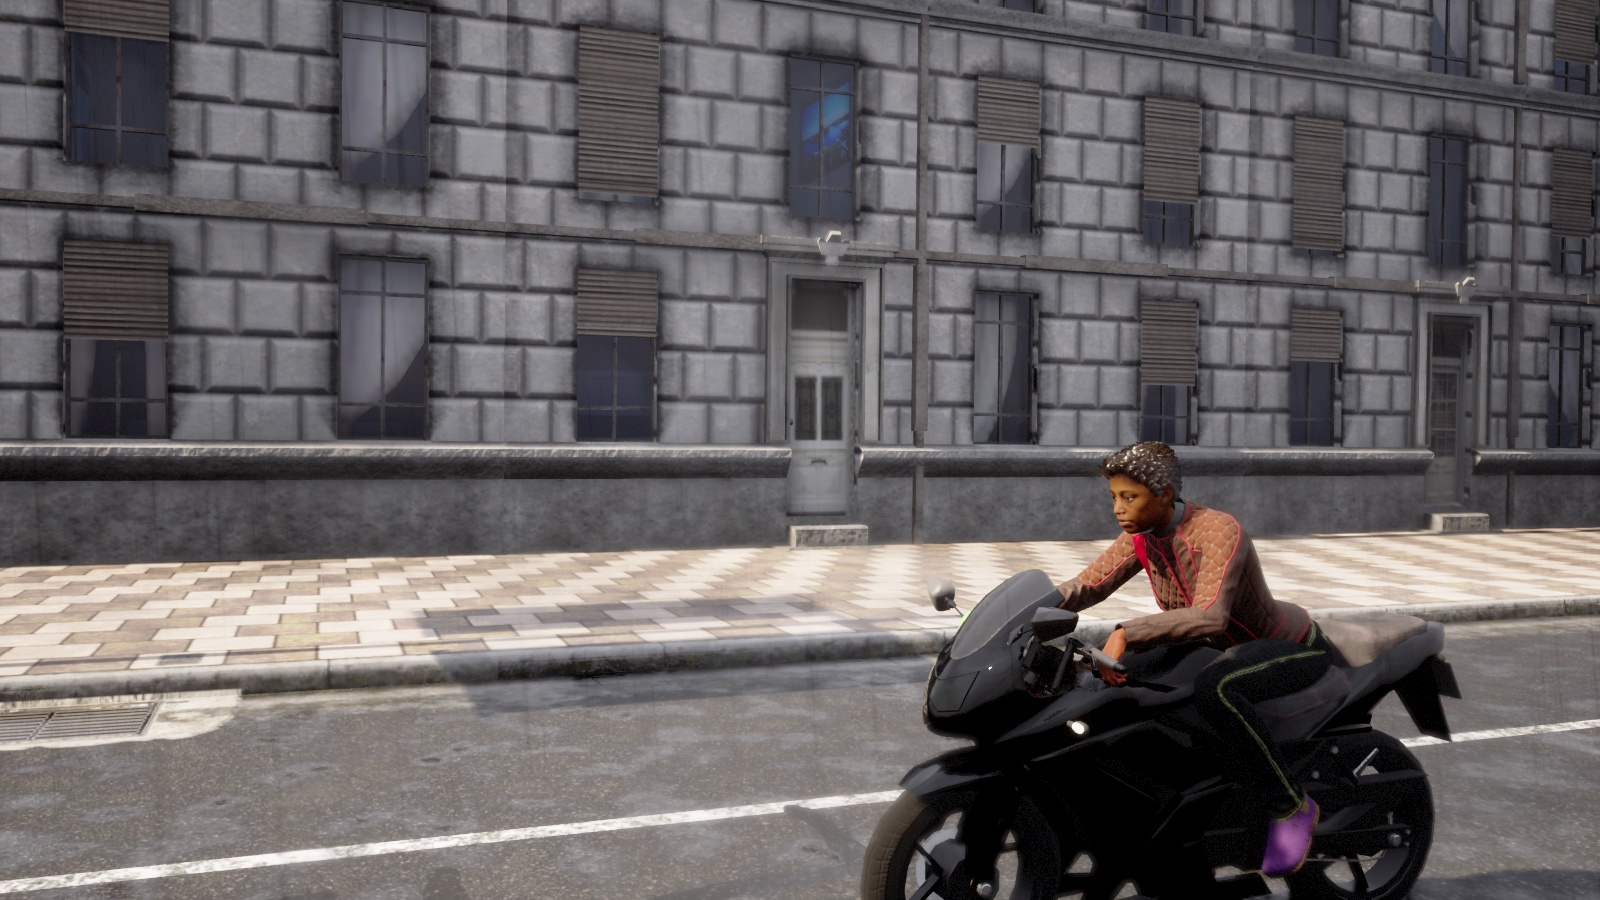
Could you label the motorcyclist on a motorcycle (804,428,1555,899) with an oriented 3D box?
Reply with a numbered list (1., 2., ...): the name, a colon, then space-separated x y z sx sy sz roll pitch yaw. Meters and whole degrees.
1. motorcyclist on a motorcycle: 1.116 0.708 3.691 2.044 1.523 0.797 -1 1 -21
